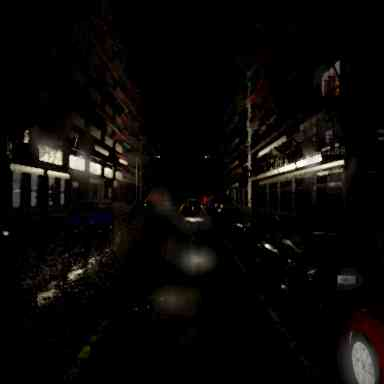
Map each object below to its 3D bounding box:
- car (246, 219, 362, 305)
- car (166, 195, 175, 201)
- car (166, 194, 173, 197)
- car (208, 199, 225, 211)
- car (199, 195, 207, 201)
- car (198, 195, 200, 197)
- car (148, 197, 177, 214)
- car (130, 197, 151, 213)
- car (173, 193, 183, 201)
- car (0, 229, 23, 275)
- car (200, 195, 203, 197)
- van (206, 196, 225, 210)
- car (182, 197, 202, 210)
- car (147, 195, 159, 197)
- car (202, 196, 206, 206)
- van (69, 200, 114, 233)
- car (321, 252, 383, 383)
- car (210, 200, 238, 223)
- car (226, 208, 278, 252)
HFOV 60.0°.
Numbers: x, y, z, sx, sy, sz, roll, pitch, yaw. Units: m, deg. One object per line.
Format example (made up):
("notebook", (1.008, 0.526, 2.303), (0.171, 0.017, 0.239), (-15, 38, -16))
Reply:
("car", (2.703, 1.568, 7.894), (1.947, 1.339, 4.313), (1, 0, 0))
("car", (-5.639, 1.573, 87.581), (2.008, 1.369, 4.403), (1, 0, 0))
("car", (-5.646, 1.542, 70.322), (1.752, 1.417, 4.829), (1, 0, 0))
("car", (2.705, 1.589, 30.679), (1.802, 1.307, 4.206), (1, 0, 0))
("car", (2.708, 1.566, 81.946), (1.887, 1.381, 4.507), (1, 0, 0))
("car", (2.708, 1.564, 76.250), (1.887, 1.381, 4.507), (1, 0, 0))
("car", (-3.097, 1.555, 35.981), (2.033, 1.411, 5.357), (0, 0, 0))
("car", (-5.675, 1.559, 36.314), (2.008, 1.369, 4.403), (1, 0, 0))
("car", (-2.996, 1.482, 76.723), (1.994, 1.385, 4.181), (0, 0, 0))
("car", (-5.677, 1.568, 7.832), (1.947, 1.339, 4.313), (1, 0, 0))
("car", (2.706, 1.596, 59.161), (1.802, 1.307, 4.206), (1, 0, 0))
("van", (2.710, 1.349, 36.376), (1.690, 1.788, 3.998), (1, 0, 0))
("car", (0.103, 1.610, 42.154), (1.895, 1.301, 4.718), (0, 0, 0))
("car", (-5.670, 1.326, 47.707), (2.192, 1.841, 5.009), (1, 0, 0))
("car", (2.708, 1.450, 42.072), (1.967, 1.590, 4.097), (1, 0, 0))
("van", (-5.672, 1.345, 19.225), (1.690, 1.788, 3.998), (1, 0, 0))
("car", (2.703, 1.545, 2.198), (1.887, 1.381, 4.507), (1, 0, 0))
("car", (2.705, 1.556, 24.983), (2.008, 1.369, 4.403), (1, 0, 0))
("car", (2.704, 1.569, 13.590), (1.947, 1.339, 4.313), (1, 0, 0))
